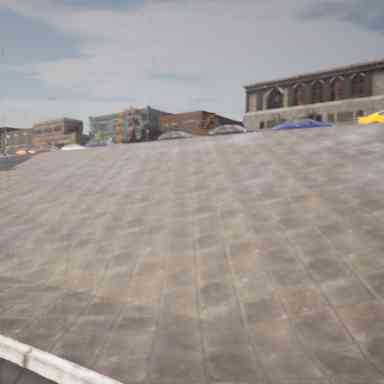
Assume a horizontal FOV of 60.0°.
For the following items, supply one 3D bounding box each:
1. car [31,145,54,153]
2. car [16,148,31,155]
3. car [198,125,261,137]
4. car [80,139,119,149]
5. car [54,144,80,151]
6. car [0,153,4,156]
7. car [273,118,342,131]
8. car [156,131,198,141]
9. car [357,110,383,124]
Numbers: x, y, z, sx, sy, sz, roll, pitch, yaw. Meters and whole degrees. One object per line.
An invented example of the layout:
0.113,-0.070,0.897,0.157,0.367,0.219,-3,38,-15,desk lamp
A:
-18.304,-5.243,42.932,4.553,1.767,2.185,2,1,39,car
-22.612,-5.383,46.381,4.553,1.767,2.185,2,1,39,car
3.261,-4.377,25.678,4.892,1.521,2.231,2,2,38,car
-9.587,-4.951,35.953,4.553,1.767,2.185,2,1,39,car
-13.877,-4.929,39.389,4.674,1.452,2.002,2,1,39,car
-31.212,-5.526,53.266,4.892,1.521,2.231,2,1,39,car
7.659,-4.160,22.302,4.674,1.452,2.002,2,2,37,car
-1.051,-4.535,29.120,4.892,1.521,2.231,2,1,39,car
12.130,-4.019,19.019,5.008,1.535,2.097,2,2,36,car
